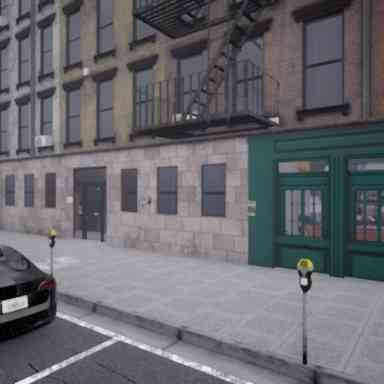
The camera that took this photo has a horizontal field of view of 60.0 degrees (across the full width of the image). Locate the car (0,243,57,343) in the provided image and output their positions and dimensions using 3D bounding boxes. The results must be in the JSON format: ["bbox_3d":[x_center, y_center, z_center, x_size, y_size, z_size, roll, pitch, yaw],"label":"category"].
[{"bbox_3d":[-4.080,1.554,5.723,4.313,1.339,1.947,0,0,36],"label":"car"}]
